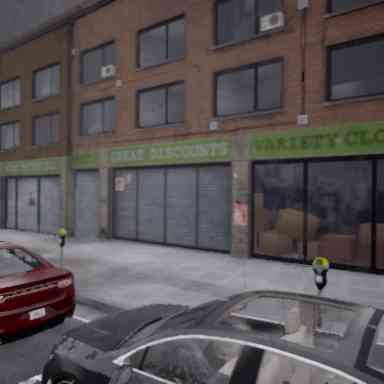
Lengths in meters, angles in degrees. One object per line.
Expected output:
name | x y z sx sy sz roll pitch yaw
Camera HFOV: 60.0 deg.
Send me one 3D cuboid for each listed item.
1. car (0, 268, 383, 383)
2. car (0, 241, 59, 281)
car | 0.529 1.551 2.694 4.403 1.369 2.008 0 1 35
car | -3.947 1.545 5.885 4.507 1.381 1.887 0 1 36
